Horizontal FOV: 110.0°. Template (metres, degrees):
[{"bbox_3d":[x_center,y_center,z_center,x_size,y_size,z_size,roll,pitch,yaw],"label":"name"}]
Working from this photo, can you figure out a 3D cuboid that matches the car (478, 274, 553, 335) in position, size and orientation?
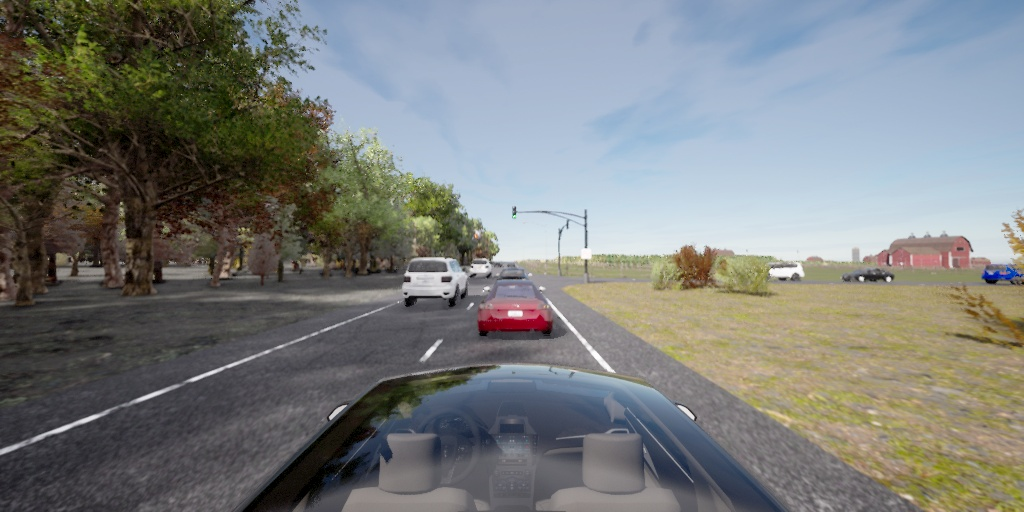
[{"bbox_3d":[0.081,1.409,10.819,1.994,1.385,4.181,0,-1,0],"label":"car"}]

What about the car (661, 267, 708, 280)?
[{"bbox_3d":[18.946,1.878,39.549,5.008,1.535,1.882,1,-2,0],"label":"car"}]

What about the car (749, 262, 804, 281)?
[{"bbox_3d":[28.936,1.730,39.529,5.566,2.045,2.150,1,-2,0],"label":"car"}]

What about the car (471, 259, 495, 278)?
[{"bbox_3d":[-3.474,1.378,40.999,2.150,2.045,5.566,0,-1,0],"label":"car"}]

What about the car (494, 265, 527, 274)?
[{"bbox_3d":[0.133,1.461,21.439,1.837,1.490,4.892,0,-1,3],"label":"car"}]

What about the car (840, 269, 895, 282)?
[{"bbox_3d":[39.097,2.124,39.482,4.892,1.490,1.837,1,-2,0],"label":"car"}]

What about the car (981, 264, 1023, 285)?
[{"bbox_3d":[50.643,1.869,35.856,5.566,2.045,2.150,1,-2,1],"label":"car"}]

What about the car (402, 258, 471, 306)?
[{"bbox_3d":[-3.424,1.129,16.845,2.150,2.045,5.566,0,-1,0],"label":"car"}]
